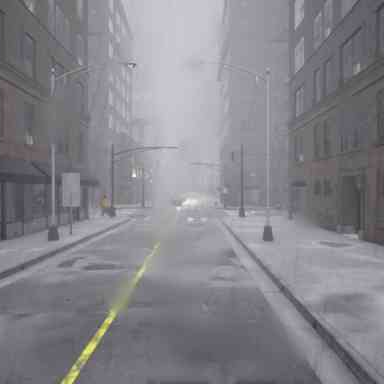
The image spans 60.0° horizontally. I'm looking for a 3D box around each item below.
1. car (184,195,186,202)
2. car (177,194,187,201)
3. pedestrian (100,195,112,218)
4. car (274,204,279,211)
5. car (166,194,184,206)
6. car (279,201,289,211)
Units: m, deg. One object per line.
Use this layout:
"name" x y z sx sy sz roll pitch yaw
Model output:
"car" -2.579 1.416 60.015 1.812 1.442 4.674 0 0 0
"car" -2.339 1.350 79.970 2.128 1.511 4.902 0 0 0
"pedestrian" -6.709 1.115 25.948 0.375 1.860 0.375 0 0 0
"car" 11.989 1.642 39.984 4.206 1.307 1.802 1 0 1
"car" -2.714 1.266 51.023 2.097 1.767 4.553 0 0 2
"car" 12.796 1.579 37.395 4.902 1.511 2.128 1 0 1
